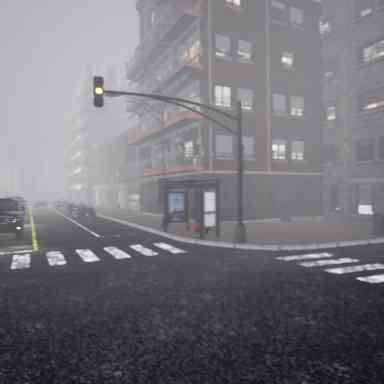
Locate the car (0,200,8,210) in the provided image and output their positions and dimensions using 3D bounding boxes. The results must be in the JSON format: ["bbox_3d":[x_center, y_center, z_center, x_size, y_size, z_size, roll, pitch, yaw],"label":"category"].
[{"bbox_3d":[-29.685,1.971,51.466,1.752,1.417,4.829,-1,0,-26],"label":"car"}]

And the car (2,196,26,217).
[{"bbox_3d":[-19.734,1.521,37.131,2.150,2.045,5.566,-1,0,-26],"label":"car"}]

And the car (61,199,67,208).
[{"bbox_3d":[-12.281,1.747,35.075,1.887,1.381,4.507,-1,0,-26],"label":"car"}]

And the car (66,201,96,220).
[{"bbox_3d":[-9.793,1.715,30.016,2.008,1.369,4.403,-1,0,-26],"label":"car"}]

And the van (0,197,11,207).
[{"bbox_3d":[-34.741,1.865,61.738,1.690,1.788,3.998,-1,0,-26],"label":"van"}]

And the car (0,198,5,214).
[{"bbox_3d":[-24.785,1.685,41.499,2.192,1.841,5.009,-1,0,-26],"label":"car"}]

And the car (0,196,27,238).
[{"bbox_3d":[-10.544,1.377,18.424,2.150,2.045,5.566,-1,0,-26],"label":"car"}]

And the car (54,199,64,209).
[{"bbox_3d":[-19.751,1.760,50.254,1.967,1.590,4.097,-1,0,-26],"label":"car"}]

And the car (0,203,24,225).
[{"bbox_3d":[-15.003,1.730,27.499,1.837,1.490,4.892,-1,0,-26],"label":"car"}]

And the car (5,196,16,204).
[{"bbox_3d":[-44.698,1.992,81.976,2.192,1.841,5.009,-1,0,-26],"label":"car"}]

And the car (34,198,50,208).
[{"bbox_3d":[-25.016,1.957,55.096,1.994,1.385,4.181,-1,0,-26],"label":"car"}]
